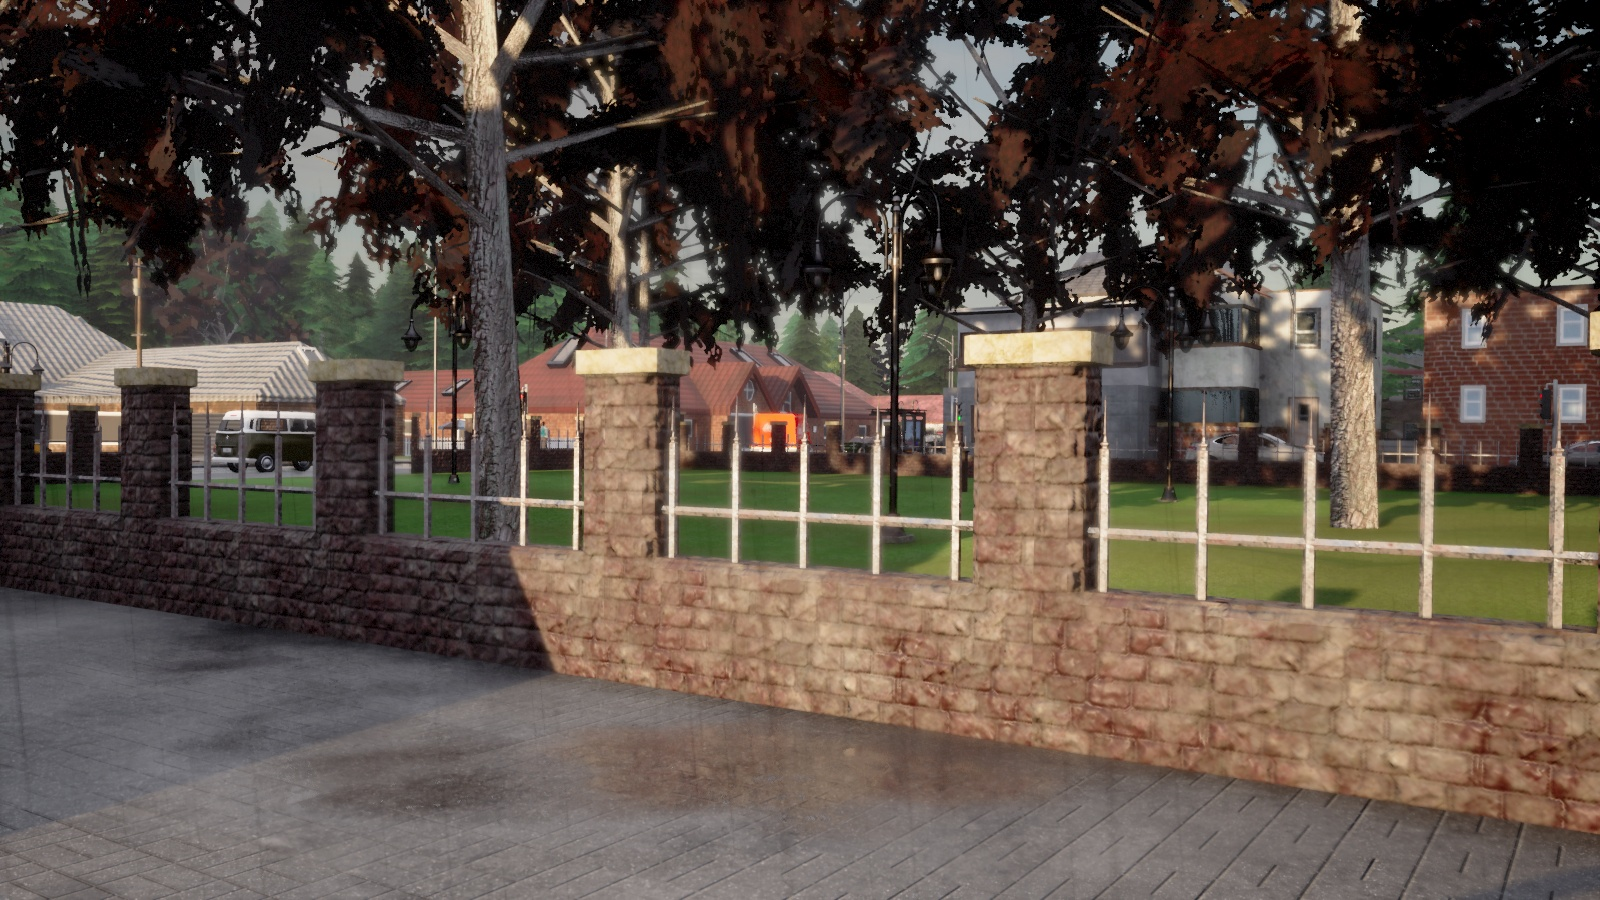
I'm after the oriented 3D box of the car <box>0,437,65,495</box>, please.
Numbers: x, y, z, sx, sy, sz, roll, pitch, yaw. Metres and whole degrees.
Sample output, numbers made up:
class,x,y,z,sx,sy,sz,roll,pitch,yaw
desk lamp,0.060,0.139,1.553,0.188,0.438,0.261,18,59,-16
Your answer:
class,x,y,z,sx,sy,sz,roll,pitch,yaw
car,-22.672,0.457,33.476,1.882,1.535,5.008,0,1,32

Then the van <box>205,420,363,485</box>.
class,x,y,z,sx,sy,sz,roll,pitch,yaw
van,-17.129,0.038,41.871,2.069,2.038,4.480,0,1,32

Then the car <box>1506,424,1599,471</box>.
class,x,y,z,sx,sy,sz,roll,pitch,yaw
car,26.028,-0.111,41.252,4.902,1.511,2.128,0,1,31

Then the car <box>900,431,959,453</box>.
class,x,y,z,sx,sy,sz,roll,pitch,yaw
car,9.185,-0.564,88.792,2.163,1.488,4.792,0,1,34

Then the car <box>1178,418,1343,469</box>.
class,x,y,z,sx,sy,sz,roll,pitch,yaw
car,15.818,-0.223,43.176,5.027,1.651,2.152,0,1,31

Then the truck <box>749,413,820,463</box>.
class,x,y,z,sx,sy,sz,roll,pitch,yaw
truck,-0.744,-0.637,65.060,2.627,2.467,5.204,0,1,12

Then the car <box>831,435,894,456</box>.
class,x,y,z,sx,sy,sz,roll,pitch,yaw
car,4.089,-0.313,81.110,1.895,1.301,4.718,0,1,34
